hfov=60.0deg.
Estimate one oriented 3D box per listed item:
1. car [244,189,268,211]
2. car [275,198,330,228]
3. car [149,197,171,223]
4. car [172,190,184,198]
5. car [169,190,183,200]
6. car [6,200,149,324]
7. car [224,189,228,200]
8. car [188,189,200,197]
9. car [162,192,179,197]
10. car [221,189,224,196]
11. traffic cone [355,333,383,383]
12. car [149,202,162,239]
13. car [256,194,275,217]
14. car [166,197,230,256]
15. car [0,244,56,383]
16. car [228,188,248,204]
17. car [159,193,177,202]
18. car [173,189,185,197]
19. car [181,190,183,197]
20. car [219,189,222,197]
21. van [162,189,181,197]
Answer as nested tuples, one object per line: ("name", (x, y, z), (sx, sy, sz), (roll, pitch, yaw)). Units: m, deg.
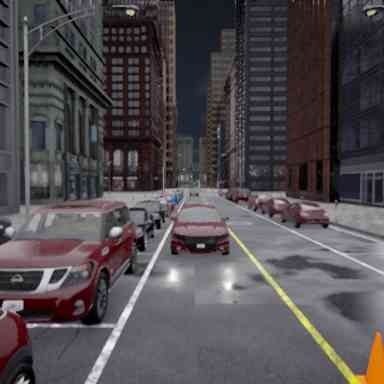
("car", (6.117, 0.801, 29.551), (1.967, 1.590, 4.097), (0, 1, 0))
("car", (6.116, 1.186, 18.284), (1.802, 1.307, 4.206), (0, 1, 0))
("car", (-2.409, 1.162, 18.279), (1.947, 1.339, 4.313), (0, 1, 0))
("car", (-2.404, 0.327, 57.726), (1.947, 1.339, 4.313), (0, 1, 0))
("car", (-2.404, 0.444, 52.091), (1.947, 1.339, 4.313), (0, 1, 0))
("car", (-2.411, 1.157, 7.003), (2.192, 1.841, 5.009), (0, 1, 0))
("car", (6.119, 0.318, 46.452), (2.192, 1.841, 5.009), (0, 1, 0))
("car", (0.363, 0.230, 59.661), (1.837, 1.490, 4.892), (0, 1, 0))
("car", (-2.407, 0.936, 29.550), (1.802, 1.307, 4.206), (0, 1, 0))
("car", (6.121, 0.452, 52.092), (1.947, 1.339, 4.313), (0, 1, 0))
("traffic cone", (2.079, 1.873, 3.722), (0.340, 0.580, 0.340), (0, 1, 0))
("car", (-2.410, 1.285, 12.644), (1.947, 1.339, 4.313), (0, 1, 0))
("car", (6.117, 1.064, 23.919), (1.802, 1.307, 4.206), (0, 1, 0))
("car", (0.257, 1.209, 12.199), (1.882, 1.535, 5.008), (0, 2, 0))
("car", (-2.412, 1.405, 1.370), (1.967, 1.590, 4.097), (0, 1, 0))
("car", (6.118, 0.437, 40.817), (2.192, 1.841, 5.009), (0, 1, 0))
("car", (-2.408, 1.025, 23.914), (2.008, 1.369, 4.403), (0, 1, 0))
("car", (-2.403, 0.195, 63.361), (2.008, 1.369, 4.403), (0, 1, 0))
("car", (-2.406, 0.643, 40.649), (1.752, 1.417, 4.829), (0, 1, 0))
("car", (6.122, 0.092, 63.360), (1.967, 1.590, 4.097), (0, 1, 0))
("van", (-2.407, 0.575, 35.180), (1.690, 1.788, 3.998), (0, 1, 0))
